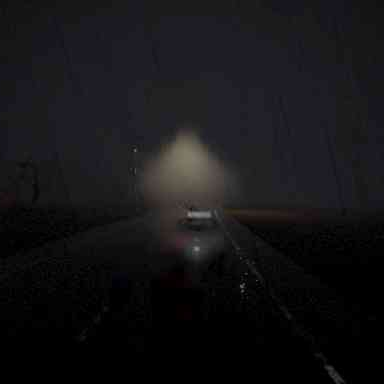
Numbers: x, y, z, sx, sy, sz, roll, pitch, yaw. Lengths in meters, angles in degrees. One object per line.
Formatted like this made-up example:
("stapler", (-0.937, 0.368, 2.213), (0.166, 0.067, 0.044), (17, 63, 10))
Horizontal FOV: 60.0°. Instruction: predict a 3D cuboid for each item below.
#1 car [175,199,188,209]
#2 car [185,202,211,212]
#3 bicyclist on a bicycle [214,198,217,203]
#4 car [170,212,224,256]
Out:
("car", (-1.594, 1.956, 53.759), (1.837, 1.490, 4.892), (0, 0, 4))
("car", (0.670, 1.808, 28.491), (1.895, 1.301, 4.718), (0, 0, 3))
("bicyclist on a bicycle", (5.975, 2.350, 86.862), (0.582, 1.620, 1.656), (0, -1, 6))
("car", (0.230, 1.690, 13.526), (1.895, 1.301, 4.718), (0, 0, 2))
